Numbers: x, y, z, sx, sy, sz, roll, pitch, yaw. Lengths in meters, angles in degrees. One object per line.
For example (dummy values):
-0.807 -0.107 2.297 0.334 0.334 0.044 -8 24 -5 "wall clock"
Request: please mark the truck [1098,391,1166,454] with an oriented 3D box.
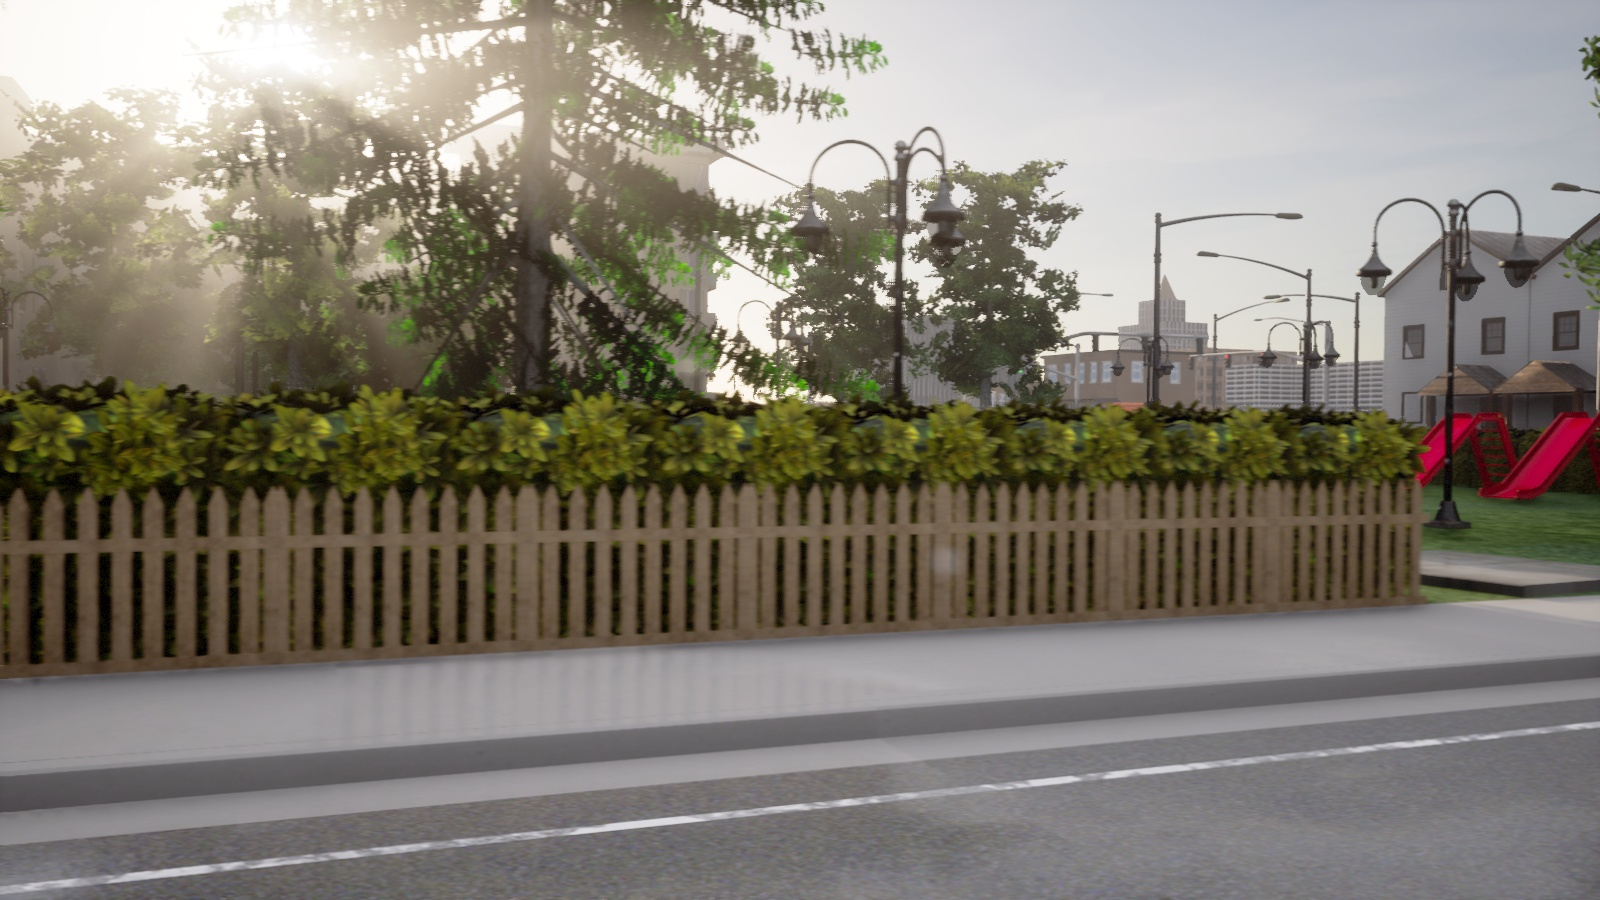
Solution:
19.308 -1.604 73.469 2.891 3.462 7.936 -1 1 8 "truck"
